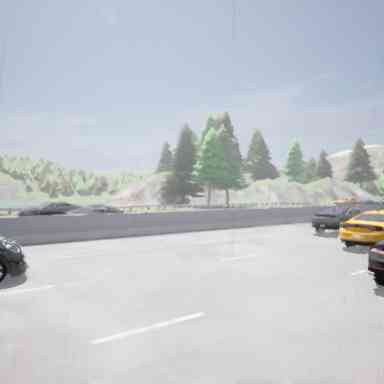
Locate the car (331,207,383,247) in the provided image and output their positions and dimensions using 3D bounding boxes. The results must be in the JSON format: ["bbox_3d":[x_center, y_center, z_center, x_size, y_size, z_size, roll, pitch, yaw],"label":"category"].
[{"bbox_3d":[8.202,1.527,13.935,5.008,1.535,1.882,0,0,-36],"label":"car"}]

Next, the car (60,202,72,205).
[{"bbox_3d":[-7.202,1.589,24.672,4.181,1.385,1.994,0,0,-36],"label":"car"}]

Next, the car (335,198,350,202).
[{"bbox_3d":[25.641,1.664,54.517,5.008,1.535,1.882,0,0,-24],"label":"car"}]

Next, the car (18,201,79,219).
[{"bbox_3d":[-12.631,1.544,29.395,4.674,1.442,1.812,0,0,-36],"label":"car"}]

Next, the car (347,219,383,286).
[{"bbox_3d":[6.257,1.525,8.236,4.902,1.511,2.128,0,0,-36],"label":"car"}]

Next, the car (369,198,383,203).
[{"bbox_3d":[28.592,1.535,48.170,4.553,1.767,2.097,0,0,-24],"label":"car"}]

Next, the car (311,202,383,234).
[{"bbox_3d":[8.709,1.551,18.606,4.902,1.511,2.128,0,0,-36],"label":"car"}]

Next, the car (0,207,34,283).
[{"bbox_3d":[-6.426,1.347,7.760,4.553,1.767,2.097,0,0,-36],"label":"car"}]

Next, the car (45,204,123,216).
[{"bbox_3d":[-6.387,1.621,20.952,4.718,1.301,1.895,0,0,-36],"label":"car"}]

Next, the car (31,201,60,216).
[{"bbox_3d":[-11.025,1.509,26.241,4.902,1.511,2.128,0,0,-36],"label":"car"}]

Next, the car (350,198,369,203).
[{"bbox_3d":[27.095,1.749,51.334,4.181,1.385,1.994,0,0,-24],"label":"car"}]
